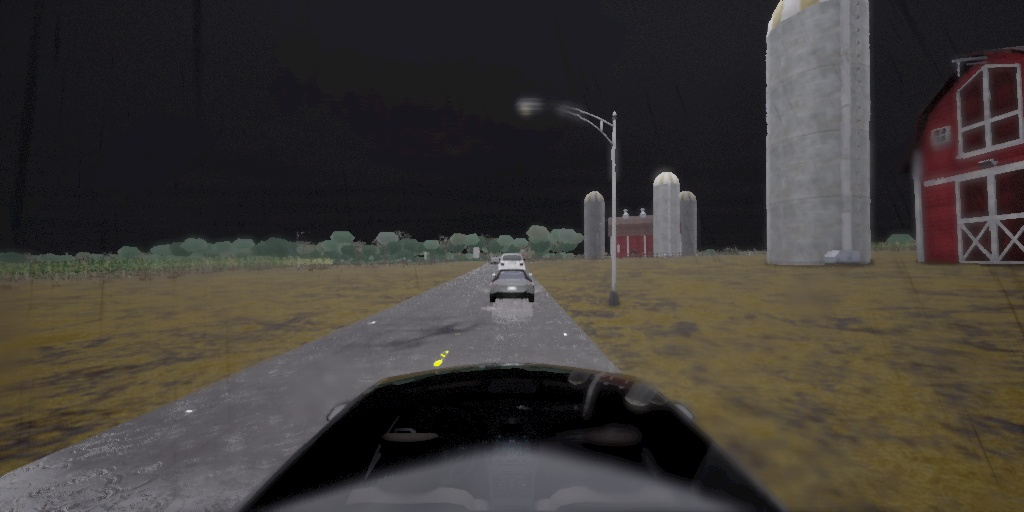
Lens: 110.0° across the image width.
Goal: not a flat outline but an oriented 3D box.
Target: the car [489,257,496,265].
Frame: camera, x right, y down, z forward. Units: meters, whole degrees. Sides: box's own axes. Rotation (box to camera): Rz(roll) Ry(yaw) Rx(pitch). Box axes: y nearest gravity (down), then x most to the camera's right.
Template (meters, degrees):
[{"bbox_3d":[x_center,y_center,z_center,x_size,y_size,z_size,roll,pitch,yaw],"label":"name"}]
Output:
[{"bbox_3d":[-2.750,0.862,61.506,1.837,1.490,4.892,0,0,0],"label":"car"}]

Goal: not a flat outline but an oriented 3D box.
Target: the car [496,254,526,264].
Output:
[{"bbox_3d":[0.000,0.796,31.526,2.150,2.045,5.566,0,1,0],"label":"car"}]

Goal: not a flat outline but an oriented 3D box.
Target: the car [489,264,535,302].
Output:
[{"bbox_3d":[0.000,1.261,16.497,1.994,1.385,4.181,0,0,0],"label":"car"}]
